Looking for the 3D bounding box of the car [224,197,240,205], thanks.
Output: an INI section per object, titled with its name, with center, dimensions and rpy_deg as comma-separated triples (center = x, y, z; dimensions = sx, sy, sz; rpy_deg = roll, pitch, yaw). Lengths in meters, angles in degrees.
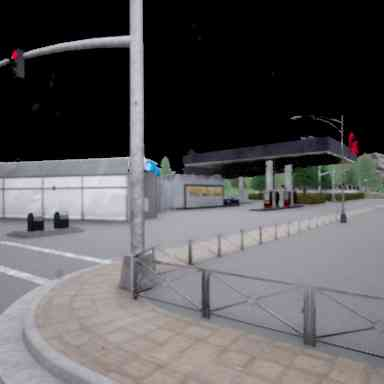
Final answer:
[car]
center = 7.185, 1.718, 62.960
dimensions = 2.242, 1.667, 4.611
rpy_deg = -1, 0, 36
